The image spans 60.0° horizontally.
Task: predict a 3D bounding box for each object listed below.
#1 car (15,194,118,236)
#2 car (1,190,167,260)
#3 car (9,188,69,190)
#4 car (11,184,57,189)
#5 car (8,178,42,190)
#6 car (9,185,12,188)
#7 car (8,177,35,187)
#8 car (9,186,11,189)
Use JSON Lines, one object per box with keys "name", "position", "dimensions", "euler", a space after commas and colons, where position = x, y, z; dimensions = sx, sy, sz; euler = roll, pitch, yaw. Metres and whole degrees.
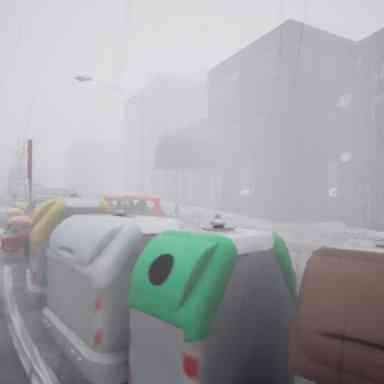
{"name": "car", "position": [-6.331, 1.043, 16.817], "dimensions": [4.553, 1.767, 2.185], "euler": [1, 2, -29]}
{"name": "car", "position": [-3.542, 1.118, 11.760], "dimensions": [5.566, 2.045, 2.435], "euler": [1, 2, -29]}
{"name": "car", "position": [-10.612, 0.755, 24.666], "dimensions": [4.892, 1.521, 2.231], "euler": [1, 2, -29]}
{"name": "car", "position": [-11.940, 0.497, 27.135], "dimensions": [4.553, 1.767, 2.185], "euler": [1, 2, -29]}
{"name": "car", "position": [-19.016, -0.317, 39.985], "dimensions": [5.566, 2.045, 2.435], "euler": [1, 2, -29]}
{"name": "car", "position": [-16.282, 0.243, 34.947], "dimensions": [4.674, 1.452, 2.002], "euler": [1, 2, -29]}
{"name": "car", "position": [-39.842, -2.344, 77.815], "dimensions": [5.566, 2.045, 2.435], "euler": [1, 2, -29]}
{"name": "car", "position": [-14.807, 0.387, 32.267], "dimensions": [4.674, 1.452, 2.002], "euler": [1, 2, -29]}
